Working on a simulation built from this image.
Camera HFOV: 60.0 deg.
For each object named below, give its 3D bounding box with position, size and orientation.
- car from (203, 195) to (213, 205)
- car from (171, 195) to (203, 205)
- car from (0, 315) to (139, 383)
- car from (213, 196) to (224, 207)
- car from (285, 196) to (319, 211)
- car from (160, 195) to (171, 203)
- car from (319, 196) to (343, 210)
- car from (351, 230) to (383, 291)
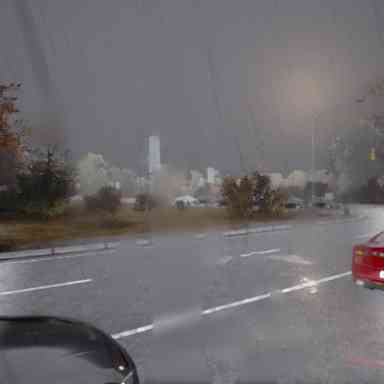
[{"bbox_3d":[2.665,1.242,53.307,2.128,1.511,4.902,-1,0,-39],"label":"car"},{"bbox_3d":[-0.845,1.309,52.088,1.812,1.442,4.674,-1,0,-38],"label":"car"},{"bbox_3d":[-2.647,1.492,1.839,4.902,1.511,2.128,0,0,-36],"label":"car"},{"bbox_3d":[5.399,1.130,44.285,2.097,1.767,4.553,-1,0,-39],"label":"car"},{"bbox_3d":[11.099,1.264,37.168,2.128,1.511,4.902,-1,0,-39],"label":"car"},{"bbox_3d":[-4.961,1.248,62.922,2.128,1.511,4.902,-1,0,-38],"label":"car"},{"bbox_3d":[14.713,1.232,38.268,2.128,1.511,4.902,-1,0,-39],"label":"car"},{"bbox_3d":[5.776,1.441,7.856,5.008,1.535,1.882,0,0,-35],"label":"car"}]
